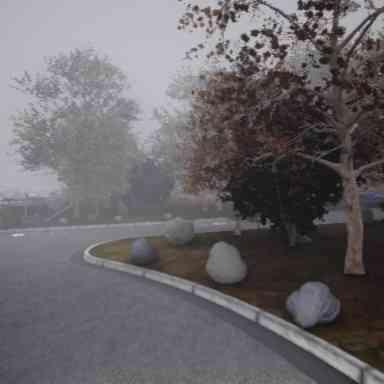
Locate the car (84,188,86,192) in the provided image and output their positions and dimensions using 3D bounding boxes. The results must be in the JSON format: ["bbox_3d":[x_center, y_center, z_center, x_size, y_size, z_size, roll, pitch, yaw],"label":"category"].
[{"bbox_3d":[-24.643,0.596,67.417,5.366,1.575,1.946,-1,2,-14],"label":"car"}]

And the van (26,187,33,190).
[{"bbox_3d":[-40.184,0.242,77.062,4.442,1.987,1.878,-1,2,-14],"label":"van"}]

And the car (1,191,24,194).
[{"bbox_3d":[-30.136,1.056,55.539,1.837,1.490,4.892,-1,2,-13],"label":"car"}]

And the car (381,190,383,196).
[{"bbox_3d":[27.589,-0.103,44.176,1.882,1.535,5.008,-1,2,-13],"label":"car"}]

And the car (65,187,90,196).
[{"bbox_3d":[-27.815,-0.042,80.915,5.566,2.045,2.435,-1,2,-14],"label":"car"}]

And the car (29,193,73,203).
[{"bbox_3d":[-18.478,1.297,43.218,5.008,1.535,2.097,-1,2,-14],"label":"car"}]

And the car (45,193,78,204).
[{"bbox_3d":[-21.144,1.024,53.994,4.674,1.452,2.002,-1,2,-14],"label":"car"}]

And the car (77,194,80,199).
[{"bbox_3d":[-20.481,1.062,51.296,5.008,1.535,2.097,-1,2,-14],"label":"car"}]

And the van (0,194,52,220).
[{"bbox_3d":[-15.279,1.471,29.715,4.442,1.987,1.878,-1,2,-14],"label":"van"}]

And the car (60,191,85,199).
[{"bbox_3d":[-25.098,0.548,70.163,4.792,1.488,2.163,-1,2,-14],"label":"car"}]

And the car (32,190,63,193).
[{"bbox_3d":[-19.119,1.093,45.914,4.553,1.767,2.185,-1,2,-14],"label":"car"}]

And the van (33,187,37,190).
[{"bbox_3d":[-41.753,0.088,82.451,4.442,1.987,1.878,-1,2,-14],"label":"van"}]

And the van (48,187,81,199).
[{"bbox_3d":[-21.695,0.679,56.707,4.442,1.987,1.878,-1,2,-14],"label":"van"}]

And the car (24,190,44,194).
[{"bbox_3d":[-27.167,0.982,57.609,1.812,1.442,4.674,-1,2,-14],"label":"car"}]

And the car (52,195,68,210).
[{"bbox_3d":[-17.126,1.485,37.838,4.792,1.488,2.163,-1,2,-14],"label":"car"}]

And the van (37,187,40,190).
[{"bbox_3d":[-42.197,0.001,85.226,4.442,1.987,1.878,-1,2,-14],"label":"van"}]

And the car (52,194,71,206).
[{"bbox_3d":[-17.825,1.378,40.522,4.892,1.521,2.231,-1,2,-14],"label":"car"}]

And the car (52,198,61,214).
[{"bbox_3d":[-15.797,1.644,32.450,4.792,1.488,2.163,-1,2,-14],"label":"car"}]

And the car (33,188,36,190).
[{"bbox_3d":[-40.971,0.392,79.761,5.008,1.535,2.097,-1,2,-14],"label":"car"}]

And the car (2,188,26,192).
[{"bbox_3d":[-38.312,0.454,68.864,5.566,2.045,2.435,-1,2,-14],"label":"car"}]

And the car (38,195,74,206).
[{"bbox_3d":[-19.814,1.181,48.605,4.674,1.452,2.002,-1,2,-14],"label":"car"}]

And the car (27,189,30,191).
[{"bbox_3d":[-39.621,0.588,74.323,4.674,1.452,2.002,-1,2,-14],"label":"car"}]

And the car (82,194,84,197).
[{"bbox_3d":[-23.162,0.781,62.067,4.792,1.488,2.163,-1,2,-14],"label":"car"}]
